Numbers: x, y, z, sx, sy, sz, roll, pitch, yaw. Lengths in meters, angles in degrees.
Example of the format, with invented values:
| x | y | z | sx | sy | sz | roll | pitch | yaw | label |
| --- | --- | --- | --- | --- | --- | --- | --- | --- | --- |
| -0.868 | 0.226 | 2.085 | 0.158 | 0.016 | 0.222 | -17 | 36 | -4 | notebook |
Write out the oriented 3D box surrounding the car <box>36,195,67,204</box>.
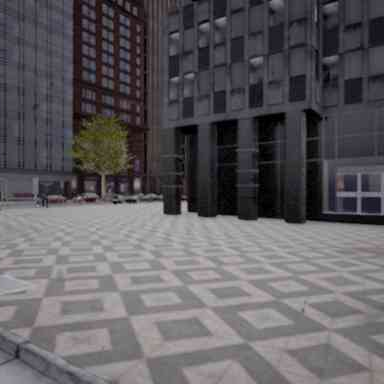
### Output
| x | y | z | sx | sy | sz | roll | pitch | yaw | label |
| --- | --- | --- | --- | --- | --- | --- | --- | --- | --- |
| -19.333 | 1.042 | 45.810 | 1.802 | 1.307 | 4.206 | 0 | 0 | 35 | car |

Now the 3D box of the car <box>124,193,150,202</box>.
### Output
| x | y | z | sx | sy | sz | roll | pitch | yaw | label |
| --- | --- | --- | --- | --- | --- | --- | --- | --- | --- |
| -9.834 | 0.940 | 59.603 | 1.752 | 1.417 | 4.829 | 0 | 0 | 35 | car |

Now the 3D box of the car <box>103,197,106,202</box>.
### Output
| x | y | z | sx | sy | sz | roll | pitch | yaw | label |
| --- | --- | --- | --- | --- | --- | --- | --- | --- | --- |
| -12.936 | 1.009 | 55.099 | 1.802 | 1.307 | 4.206 | 0 | 0 | 35 | car |

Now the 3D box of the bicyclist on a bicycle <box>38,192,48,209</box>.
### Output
| x | y | z | sx | sy | sz | roll | pitch | yaw | label |
| --- | --- | --- | --- | --- | --- | --- | --- | --- | --- |
| -14.548 | 0.815 | 32.500 | 1.656 | 1.620 | 0.582 | 0 | 0 | 35 | bicyclist on a bicycle |

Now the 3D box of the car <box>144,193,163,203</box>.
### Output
| x | y | z | sx | sy | sz | roll | pitch | yaw | label |
| --- | --- | --- | --- | --- | --- | --- | --- | --- | --- |
| -6.640 | 0.960 | 53.873 | 1.812 | 1.442 | 4.674 | 0 | 0 | 35 | car |

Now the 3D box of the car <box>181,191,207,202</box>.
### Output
| x | y | z | sx | sy | sz | roll | pitch | yaw | label |
| --- | --- | --- | --- | --- | --- | --- | --- | --- | --- |
| 0.479 | 0.737 | 59.548 | 2.192 | 1.841 | 5.009 | 0 | 0 | 35 | car |

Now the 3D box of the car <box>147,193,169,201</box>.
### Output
| x | y | z | sx | sy | sz | roll | pitch | yaw | label |
| --- | --- | --- | --- | --- | --- | --- | --- | --- | --- |
| -6.539 | 0.968 | 64.389 | 1.947 | 1.339 | 4.313 | 0 | 0 | 35 | car |

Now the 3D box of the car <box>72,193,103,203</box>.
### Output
| x | y | z | sx | sy | sz | roll | pitch | yaw | label |
| --- | --- | --- | --- | --- | --- | --- | --- | --- | --- |
| -16.135 | 0.882 | 50.453 | 1.967 | 1.590 | 4.097 | 0 | 0 | 35 | car |

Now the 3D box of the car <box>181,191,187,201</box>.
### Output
| x | y | z | sx | sy | sz | roll | pitch | yaw | label |
| --- | --- | --- | --- | --- | --- | --- | --- | --- | --- |
| -2.720 | 0.978 | 54.904 | 1.887 | 1.381 | 4.507 | 0 | 0 | 35 | car |

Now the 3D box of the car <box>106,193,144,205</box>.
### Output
| x | y | z | sx | sy | sz | roll | pitch | yaw | label |
| --- | --- | --- | --- | --- | --- | --- | --- | --- | --- |
| -9.116 | 1.028 | 45.615 | 1.947 | 1.339 | 4.313 | 0 | 0 | 35 | car |

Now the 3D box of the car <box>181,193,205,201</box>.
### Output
| x | y | z | sx | sy | sz | roll | pitch | yaw | label |
| --- | --- | --- | --- | --- | --- | --- | --- | --- | --- |
| 0.210 | 0.900 | 63.863 | 2.128 | 1.511 | 4.902 | 0 | 0 | 35 | car |
